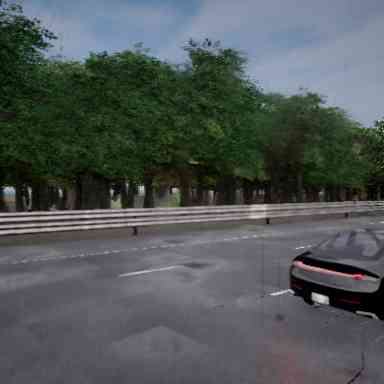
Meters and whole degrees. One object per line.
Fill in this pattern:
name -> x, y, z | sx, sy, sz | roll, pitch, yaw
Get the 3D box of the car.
car -> 4.029, 1.495, 6.743 | 4.902, 1.511, 2.128 | 0, 0, -36
